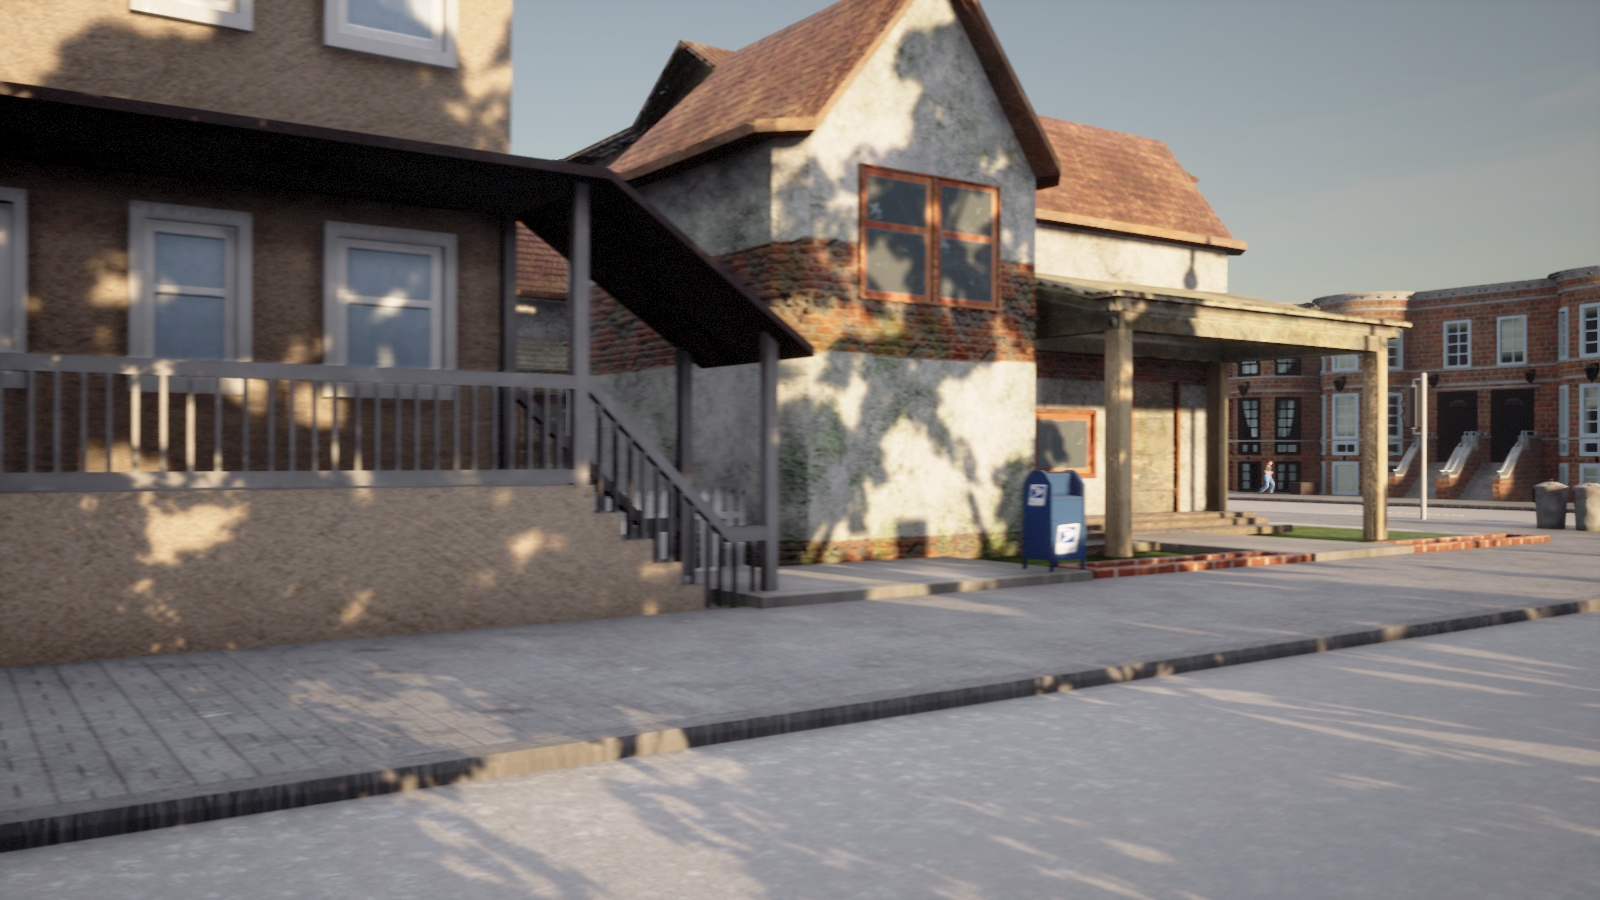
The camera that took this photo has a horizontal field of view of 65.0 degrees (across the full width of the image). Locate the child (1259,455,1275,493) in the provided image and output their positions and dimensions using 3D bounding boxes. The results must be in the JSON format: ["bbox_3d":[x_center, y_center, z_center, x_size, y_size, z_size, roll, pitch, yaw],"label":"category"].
[{"bbox_3d":[15.768,0.805,42.426,0.270,1.263,0.437,0,0,-31],"label":"child"}]
